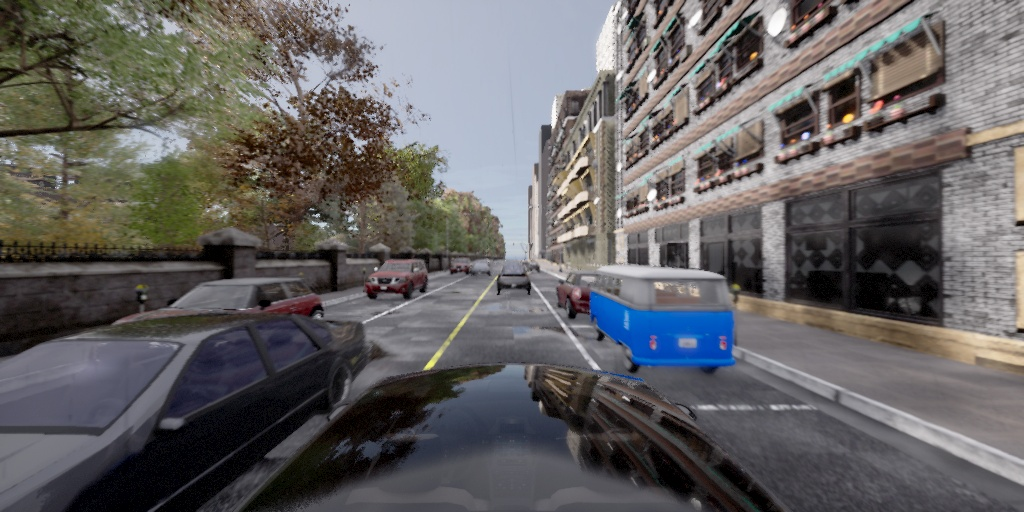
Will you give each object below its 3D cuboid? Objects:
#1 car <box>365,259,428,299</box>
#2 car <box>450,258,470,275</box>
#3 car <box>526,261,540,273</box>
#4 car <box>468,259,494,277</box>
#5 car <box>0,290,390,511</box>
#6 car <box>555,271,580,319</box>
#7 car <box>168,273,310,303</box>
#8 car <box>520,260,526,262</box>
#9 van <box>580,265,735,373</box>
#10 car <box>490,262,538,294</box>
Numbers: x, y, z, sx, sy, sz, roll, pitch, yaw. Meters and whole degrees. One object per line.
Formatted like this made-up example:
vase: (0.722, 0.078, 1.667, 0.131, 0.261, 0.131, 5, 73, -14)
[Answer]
car: (-5.692, 1.101, 18.412, 2.192, 1.841, 5.009, 0, 0, 0)
car: (-5.693, 1.152, 40.567, 2.192, 1.841, 5.009, 0, 0, 0)
car: (2.688, 1.401, 46.108, 2.007, 1.370, 4.403, 0, 0, 0)
car: (-3.094, 1.354, 36.806, 1.812, 1.442, 4.674, 0, 0, 0)
car: (-3.095, 1.301, 3.287, 2.033, 1.411, 5.357, 0, 0, 0)
car: (2.689, 1.213, 12.877, 1.967, 1.591, 4.097, 0, 0, 0)
car: (-5.691, 1.202, 7.335, 1.967, 1.591, 4.097, 0, 0, 0)
car: (0.096, 1.374, 36.275, 2.033, 1.411, 5.357, 0, 0, 0)
van: (2.689, 1.102, 7.338, 1.690, 1.789, 3.998, 0, 0, 0)
car: (0.099, 1.283, 20.410, 2.128, 1.511, 4.902, 0, 0, 0)
